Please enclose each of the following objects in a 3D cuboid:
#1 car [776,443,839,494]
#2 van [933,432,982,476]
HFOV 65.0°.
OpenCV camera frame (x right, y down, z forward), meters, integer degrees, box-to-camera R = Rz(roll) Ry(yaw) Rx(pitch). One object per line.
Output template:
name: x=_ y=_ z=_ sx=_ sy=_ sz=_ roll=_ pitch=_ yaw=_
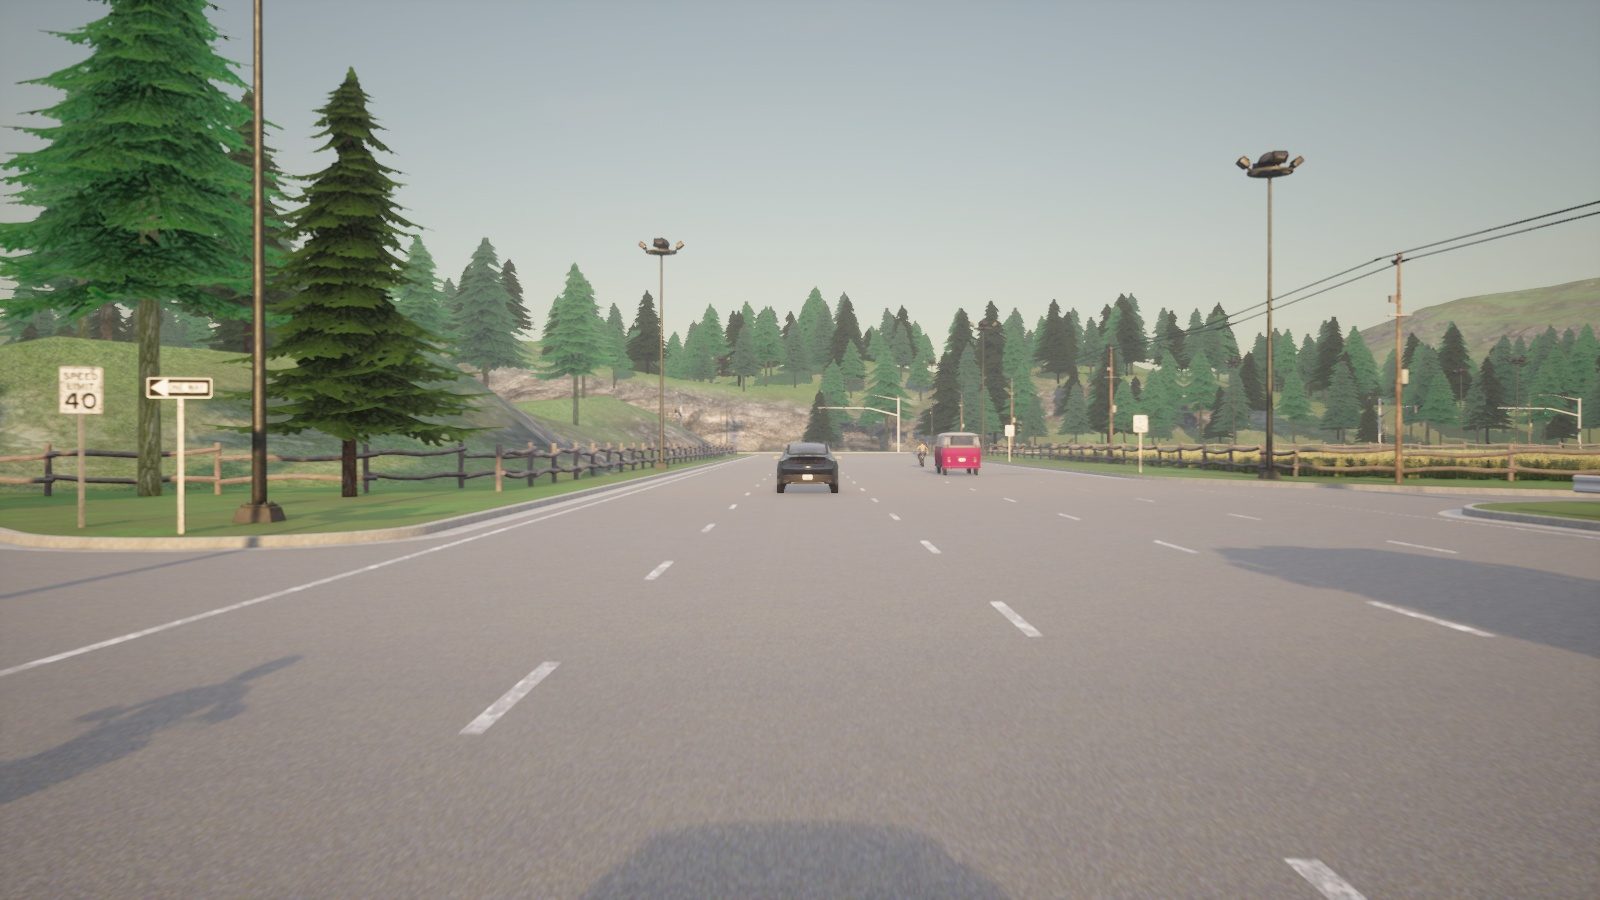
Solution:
car: x=0.234 y=0.532 z=38.830 sx=1.837 sy=1.490 sz=4.892 roll=0 pitch=0 yaw=0
van: x=7.348 y=0.174 z=58.990 sx=1.775 sy=1.987 sz=4.442 roll=0 pitch=0 yaw=0
